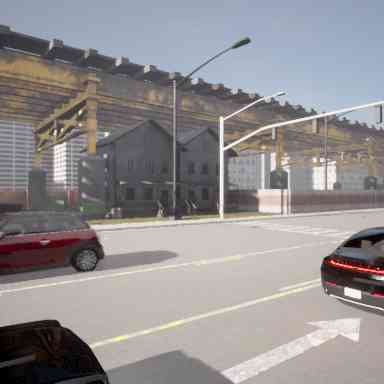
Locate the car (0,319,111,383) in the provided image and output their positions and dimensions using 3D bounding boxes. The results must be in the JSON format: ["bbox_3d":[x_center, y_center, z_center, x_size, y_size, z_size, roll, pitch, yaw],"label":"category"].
[{"bbox_3d":[-2.769,1.601,1.774,4.718,1.301,1.895,0,0,-35],"label":"car"}]

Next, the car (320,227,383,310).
[{"bbox_3d":[4.764,1.505,7.162,4.892,1.490,1.837,0,0,-35],"label":"car"}]

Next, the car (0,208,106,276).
[{"bbox_3d":[-4.827,1.352,9.116,4.553,1.767,2.097,0,0,-35],"label":"car"}]
